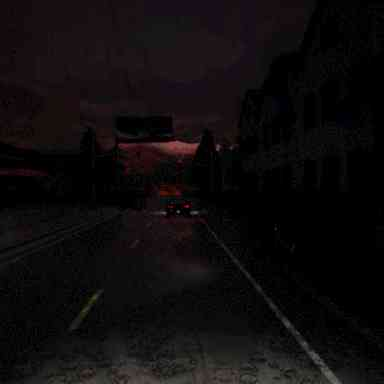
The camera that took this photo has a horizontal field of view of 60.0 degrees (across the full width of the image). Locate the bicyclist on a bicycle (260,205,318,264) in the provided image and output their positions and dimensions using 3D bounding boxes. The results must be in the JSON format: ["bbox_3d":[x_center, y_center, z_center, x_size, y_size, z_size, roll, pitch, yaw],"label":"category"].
[{"bbox_3d":[2.676,1.183,9.265,1.656,1.620,0.582,-4,1,-3],"label":"bicyclist on a bicycle"}]

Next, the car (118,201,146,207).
[{"bbox_3d":[-4.719,0.884,26.931,2.033,1.411,5.357,-1,1,-3],"label":"car"}]

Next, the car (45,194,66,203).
[{"bbox_3d":[-25.101,1.184,62.527,4.611,1.667,2.242,-1,1,-3],"label":"car"}]

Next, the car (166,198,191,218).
[{"bbox_3d":[-1.094,1.224,26.568,1.812,1.442,4.674,-1,1,-3],"label":"car"}]
